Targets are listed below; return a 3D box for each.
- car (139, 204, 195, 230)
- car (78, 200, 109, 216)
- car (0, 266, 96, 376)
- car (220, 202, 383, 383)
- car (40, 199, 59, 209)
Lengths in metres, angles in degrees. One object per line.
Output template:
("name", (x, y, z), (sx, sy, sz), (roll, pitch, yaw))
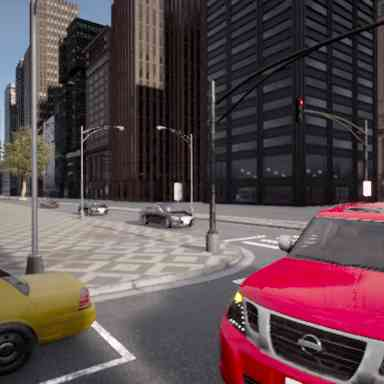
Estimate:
("car", (-1.750, 1.535, 21.939), (2.128, 1.511, 4.902), (0, 0, -36))
("car", (-9.903, 1.566, 33.278), (2.128, 1.511, 4.902), (0, 0, -36))
("car", (-3.699, 1.526, 4.012), (4.829, 1.417, 1.752), (0, 0, -36))
("car", (2.689, 1.221, 4.682), (2.150, 2.045, 5.566), (2, 2, 41))
("car", (-20.903, 1.701, 48.714), (1.994, 1.385, 4.181), (0, 0, -36))
